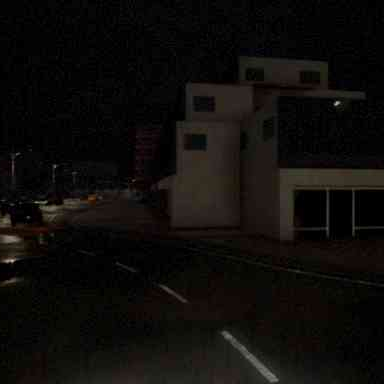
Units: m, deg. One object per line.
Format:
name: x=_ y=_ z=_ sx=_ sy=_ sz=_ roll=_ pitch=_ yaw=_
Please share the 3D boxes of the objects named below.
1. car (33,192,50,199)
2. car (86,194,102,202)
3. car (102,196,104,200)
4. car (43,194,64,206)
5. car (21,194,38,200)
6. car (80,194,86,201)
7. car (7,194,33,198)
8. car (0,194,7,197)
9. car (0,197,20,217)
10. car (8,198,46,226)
car: x=-34.233 y=1.019 z=76.692 sx=2.150 sy=2.045 sz=5.566 roll=0 pitch=0 yaw=-9
car: x=-22.638 y=1.447 z=77.029 sx=1.882 sy=1.535 sz=5.008 roll=0 pitch=0 yaw=-9
car: x=-24.305 y=1.402 z=87.345 sx=1.895 sy=1.301 sz=4.718 roll=0 pitch=0 yaw=-9
car: x=-22.487 y=1.545 z=54.836 sx=1.994 sy=1.385 sz=4.181 roll=0 pitch=0 yaw=-9
car: x=-37.958 y=1.195 z=77.803 sx=2.033 sy=1.411 sz=5.357 roll=0 pitch=0 yaw=-9
car: x=-27.750 y=1.329 z=86.724 sx=2.097 sy=1.767 sz=4.553 roll=0 pitch=0 yaw=-9
car: x=-31.801 y=1.499 z=61.644 sx=2.128 sy=1.511 sz=4.902 roll=0 pitch=0 yaw=-9
car: x=-35.510 y=1.331 z=62.659 sx=2.097 sy=1.767 sz=4.553 roll=0 pitch=0 yaw=-9
car: x=-18.110 y=1.479 z=31.252 sx=2.128 sy=1.511 sz=4.902 roll=0 pitch=0 yaw=-16
car: x=-11.704 y=1.469 z=23.487 sx=1.882 sy=1.535 sz=5.008 roll=-1 pitch=0 yaw=-29
